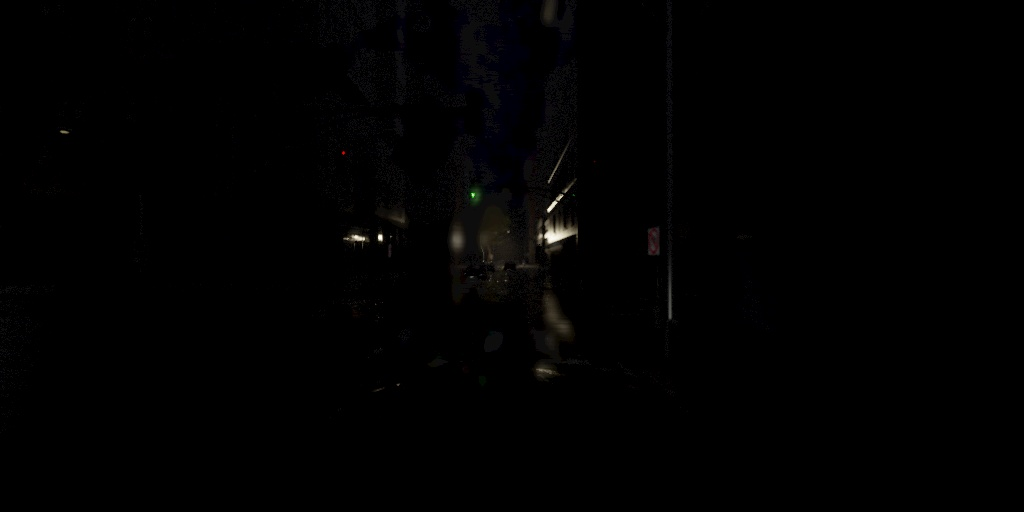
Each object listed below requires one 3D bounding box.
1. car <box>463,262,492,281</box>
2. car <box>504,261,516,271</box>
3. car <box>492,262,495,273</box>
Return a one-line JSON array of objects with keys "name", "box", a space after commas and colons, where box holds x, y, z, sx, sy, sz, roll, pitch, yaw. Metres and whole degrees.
[{"name": "car", "box": [-3.271, 1.491, 32.812, 2.033, 1.411, 5.357, 0, 0, 0]}, {"name": "car", "box": [-0.323, 1.568, 58.068, 1.882, 1.535, 5.008, 0, 0, 0]}, {"name": "car", "box": [-3.348, 1.534, 49.421, 2.128, 1.511, 4.902, 0, 0, 0]}]
